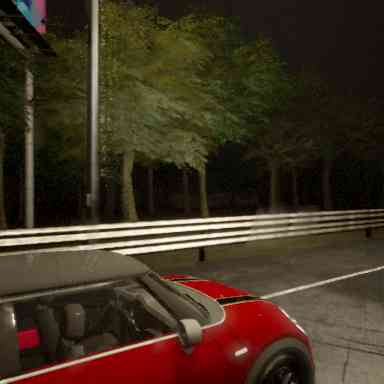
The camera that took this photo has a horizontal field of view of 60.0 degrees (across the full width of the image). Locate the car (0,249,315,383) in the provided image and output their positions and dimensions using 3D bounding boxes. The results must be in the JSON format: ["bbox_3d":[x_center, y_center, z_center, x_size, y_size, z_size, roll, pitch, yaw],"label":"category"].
[{"bbox_3d":[-0.936,1.349,3.029,4.553,1.767,2.097,0,0,-35],"label":"car"}]
